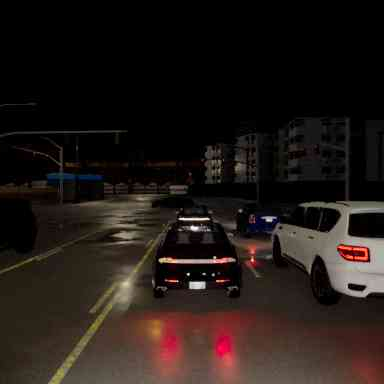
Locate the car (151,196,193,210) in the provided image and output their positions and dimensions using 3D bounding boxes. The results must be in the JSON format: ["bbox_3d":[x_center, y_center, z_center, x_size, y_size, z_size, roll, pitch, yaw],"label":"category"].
[{"bbox_3d":[-2.197,1.253,38.113,4.892,1.490,1.837,0,1,-1],"label":"car"}]

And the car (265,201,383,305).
[{"bbox_3d":[3.595,1.220,8.246,2.150,2.045,5.566,0,0,0],"label":"car"}]

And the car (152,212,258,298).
[{"bbox_3d":[0.103,1.499,8.534,2.128,1.511,4.902,0,0,0],"label":"car"}]

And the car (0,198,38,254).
[{"bbox_3d":[-7.070,1.246,10.681,2.150,2.045,5.566,0,0,0],"label":"car"}]

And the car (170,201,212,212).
[{"bbox_3d":[0.113,1.473,17.946,2.128,1.511,4.902,0,0,0],"label":"car"}]

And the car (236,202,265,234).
[{"bbox_3d":[3.611,1.328,17.669,2.097,1.767,4.553,0,0,0],"label":"car"}]
